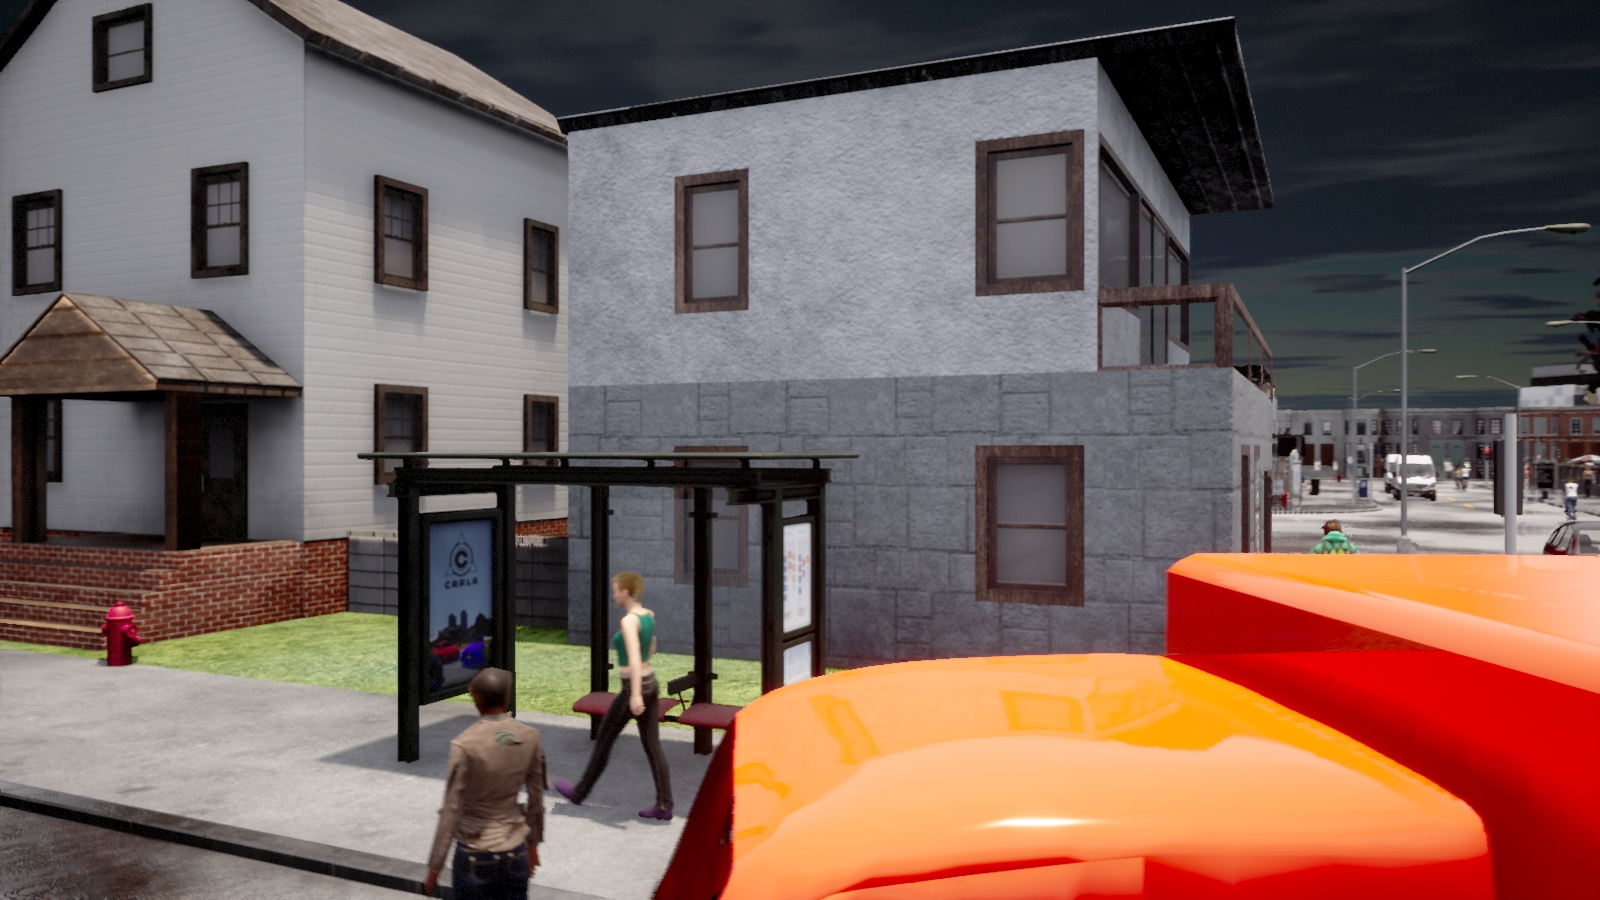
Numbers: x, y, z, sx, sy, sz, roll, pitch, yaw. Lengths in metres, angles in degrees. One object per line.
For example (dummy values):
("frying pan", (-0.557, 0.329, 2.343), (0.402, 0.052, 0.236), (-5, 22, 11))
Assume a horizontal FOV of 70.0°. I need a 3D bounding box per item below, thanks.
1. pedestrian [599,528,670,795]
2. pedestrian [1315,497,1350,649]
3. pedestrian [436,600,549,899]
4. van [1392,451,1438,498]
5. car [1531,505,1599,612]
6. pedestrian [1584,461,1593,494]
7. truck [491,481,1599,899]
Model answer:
("pedestrian", (-1.207, 1.520, 8.358), (0.375, 1.860, 0.375), (0, 0, 23))
("pedestrian", (6.681, 1.524, 14.334), (0.375, 1.860, 0.375), (0, 0, 22))
("pedestrian", (-1.370, 1.631, 5.086), (0.375, 1.860, 0.375), (0, 0, -37))
("van", (35.042, 1.351, 65.211), (1.988, 2.561, 5.915), (0, 0, 25))
("car", (13.965, 1.818, 19.722), (1.789, 1.549, 3.705), (0, 0, 25))
("pedestrian", (44.988, 1.563, 65.190), (0.375, 1.860, 0.375), (0, 0, 36))
("truck", (2.113, 1.350, 2.991), (5.204, 2.467, 2.627), (0, 0, -3))
